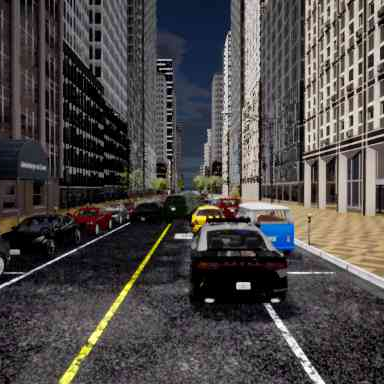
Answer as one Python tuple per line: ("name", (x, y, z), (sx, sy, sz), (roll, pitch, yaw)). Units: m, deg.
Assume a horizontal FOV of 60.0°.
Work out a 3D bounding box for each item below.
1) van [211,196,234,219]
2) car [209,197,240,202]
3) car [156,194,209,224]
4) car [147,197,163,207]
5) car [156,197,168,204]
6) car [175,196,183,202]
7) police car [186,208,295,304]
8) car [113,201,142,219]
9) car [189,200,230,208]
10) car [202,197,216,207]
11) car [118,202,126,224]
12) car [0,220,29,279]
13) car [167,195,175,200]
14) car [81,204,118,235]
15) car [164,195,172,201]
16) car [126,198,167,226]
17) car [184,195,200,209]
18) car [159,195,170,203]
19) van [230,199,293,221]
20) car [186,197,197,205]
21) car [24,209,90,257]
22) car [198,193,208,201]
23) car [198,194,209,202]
("van", (2.649, 1.334, 29.954), (1.690, 1.788, 3.998), (-1, 0, 0))
("car", (2.654, 1.309, 24.271), (2.192, 1.841, 5.009), (-1, 0, 0))
("car", (-0.169, 1.214, 24.631), (2.150, 2.045, 5.566), (-1, 0, 24))
("car", (-5.753, 1.538, 52.680), (2.008, 1.369, 4.403), (-1, 0, 0))
("car", (-5.764, 1.565, 64.047), (1.802, 1.307, 4.206), (-1, 0, 0))
("car", (-3.080, 1.579, 79.125), (1.895, 1.301, 4.718), (0, 0, 0))
("police car", (0.889, 1.423, 8.357), (1.930, 1.638, 5.238), (0, 0, 0))
("car", (-5.729, 1.575, 29.946), (1.802, 1.307, 4.206), (-1, 0, 0))
("car", (0.880, 1.451, 18.437), (1.801, 1.575, 5.366), (0, 0, 0))
("car", (2.628, 1.538, 52.688), (2.008, 1.369, 4.403), (-1, 0, 0))
("car", (-5.725, 1.545, 24.262), (2.008, 1.369, 4.403), (-1, 0, 0))
("car", (-5.707, 1.549, 7.211), (2.008, 1.369, 4.403), (-1, 0, 0))
("car", (-5.793, 1.539, 92.466), (1.947, 1.339, 4.313), (-1, 0, 0))
("car", (-5.718, 1.540, 18.578), (1.887, 1.381, 4.507), (-1, 0, 0))
("car", (-5.781, 1.503, 80.929), (1.752, 1.417, 4.829), (-1, 0, 0))
("car", (-3.125, 1.472, 23.754), (1.882, 1.535, 5.008), (0, 0, 0))
("car", (-0.028, 1.341, 46.158), (2.097, 1.767, 4.553), (0, 0, 0))
("car", (-5.771, 1.422, 69.731), (1.967, 1.590, 4.097), (-1, 0, 0))
("van", (2.666, 1.338, 12.903), (1.690, 1.788, 3.998), (-1, 0, 0))
("car", (-0.062, 1.549, 59.258), (1.994, 1.385, 4.181), (0, 0, 0))
("car", (-5.712, 1.563, 12.895), (1.947, 1.339, 4.313), (-1, 0, 0))
("car", (2.597, 1.293, 81.108), (2.192, 1.841, 5.009), (-1, 0, 0))
("car", (2.602, 1.295, 75.423), (2.192, 1.841, 5.009), (-1, 0, 0))
